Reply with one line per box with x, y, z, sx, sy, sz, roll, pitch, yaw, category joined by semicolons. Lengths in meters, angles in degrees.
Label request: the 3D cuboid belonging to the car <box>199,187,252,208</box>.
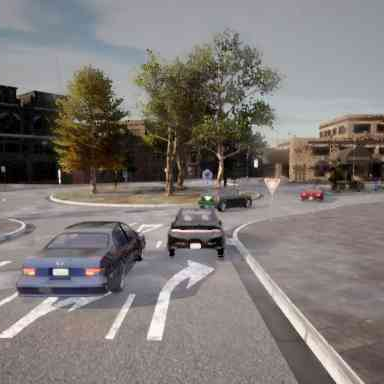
2.617;0.390;25.225;2.097;1.767;4.553;5;7;44;car

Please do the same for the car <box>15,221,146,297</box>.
-2.428;1.472;8.660;2.033;1.411;5.357;0;1;0;car

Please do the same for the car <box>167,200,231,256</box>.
0.189;1.309;12.353;2.128;1.511;4.902;0;2;2;car

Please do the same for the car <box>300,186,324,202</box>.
11.537;0.085;31.866;1.895;1.301;4.718;2;5;23;car
